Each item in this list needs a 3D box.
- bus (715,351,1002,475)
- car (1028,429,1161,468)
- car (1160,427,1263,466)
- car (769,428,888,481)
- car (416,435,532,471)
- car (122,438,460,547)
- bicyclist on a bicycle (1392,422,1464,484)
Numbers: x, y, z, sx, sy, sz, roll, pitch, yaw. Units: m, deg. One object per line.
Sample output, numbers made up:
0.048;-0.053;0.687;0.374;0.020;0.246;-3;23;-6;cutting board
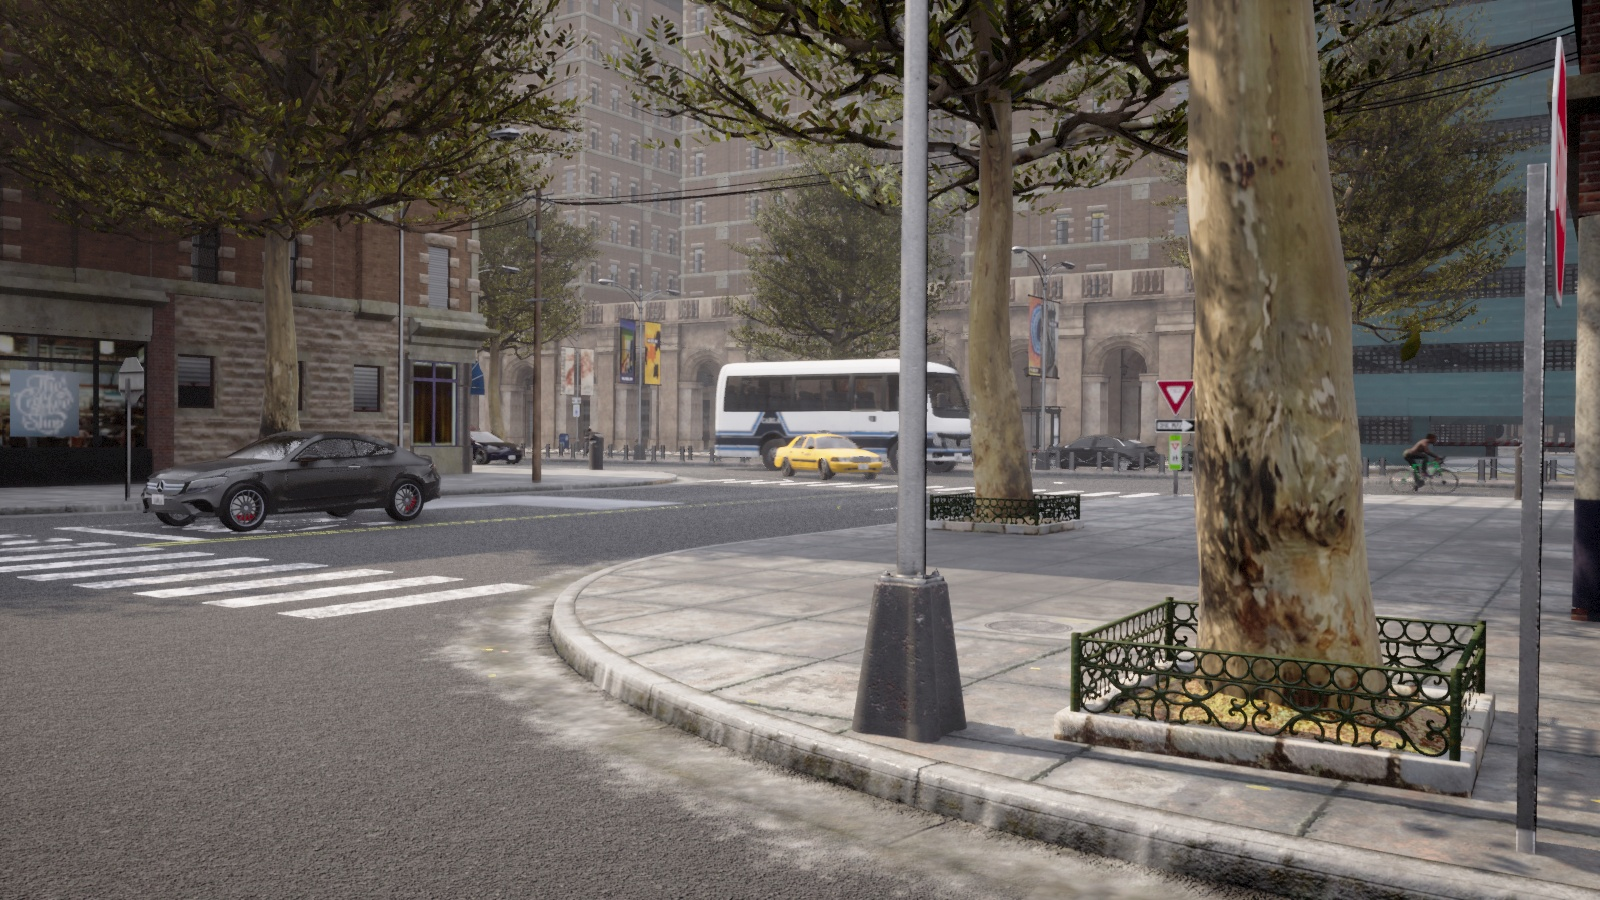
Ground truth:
2.082;-1.314;47.643;10.273;4.253;3.944;0;1;33;bus
11.881;-0.065;50.801;4.892;1.490;1.837;0;1;33;car
16.922;-0.149;51.675;3.705;1.549;1.789;0;1;33;car
0.836;0.104;40.898;1.801;1.575;5.366;-1;1;-23;car
-14.076;0.120;54.102;4.792;1.488;2.163;0;1;33;car
-7.719;0.560;19.535;1.812;1.442;4.674;0;1;33;car
16.682;0.077;33.388;1.656;1.620;0.582;0;2;23;bicyclist on a bicycle
